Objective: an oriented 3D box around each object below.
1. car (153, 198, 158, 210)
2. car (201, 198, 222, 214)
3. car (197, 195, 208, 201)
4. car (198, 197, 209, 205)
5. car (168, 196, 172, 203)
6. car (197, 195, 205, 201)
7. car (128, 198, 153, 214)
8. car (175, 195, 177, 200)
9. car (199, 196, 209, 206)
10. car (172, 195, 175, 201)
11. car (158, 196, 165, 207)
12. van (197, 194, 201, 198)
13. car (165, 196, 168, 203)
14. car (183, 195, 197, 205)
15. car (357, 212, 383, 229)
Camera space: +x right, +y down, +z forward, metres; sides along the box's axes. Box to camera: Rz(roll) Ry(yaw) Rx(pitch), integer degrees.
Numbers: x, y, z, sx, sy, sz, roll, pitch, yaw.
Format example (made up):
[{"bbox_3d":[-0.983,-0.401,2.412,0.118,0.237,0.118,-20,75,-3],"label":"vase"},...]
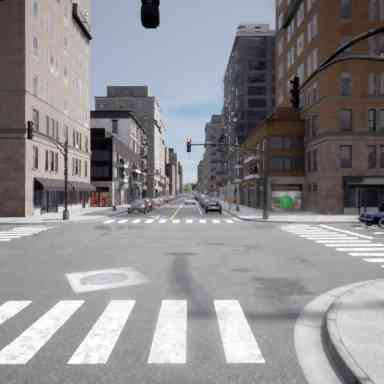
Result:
[{"bbox_3d":[-5.777,1.490,41.686,1.967,1.590,4.097,0,0,0],"label":"car"},{"bbox_3d":[2.254,1.606,36.183,1.947,1.339,4.313,0,0,0],"label":"car"},{"bbox_3d":[2.235,1.637,52.717,1.947,1.339,4.313,0,0,0],"label":"car"},{"bbox_3d":[2.224,1.647,63.738,2.008,1.369,4.403,0,0,0],"label":"car"},{"bbox_3d":[-5.807,1.552,69.240,1.967,1.590,4.097,0,0,0],"label":"car"},{"bbox_3d":[2.200,1.600,85.781,1.967,1.590,4.097,0,0,0],"label":"car"},{"bbox_3d":[-5.771,1.480,36.176,1.967,1.590,4.097,0,0,0],"label":"car"},{"bbox_3d":[-5.831,1.721,91.283,1.887,1.381,4.507,0,0,0],"label":"car"},{"bbox_3d":[2.242,1.641,47.206,1.802,1.307,4.206,0,0,0],"label":"car"},{"bbox_3d":[-5.819,1.694,80.261,2.008,1.369,4.403,0,0,0],"label":"car"},{"bbox_3d":[-5.789,1.653,52.707,1.802,1.307,4.206,0,0,0],"label":"car"},{"bbox_3d":[2.230,1.424,58.227,1.690,1.788,3.998,0,0,0],"label":"van"},{"bbox_3d":[-5.795,1.634,58.218,2.008,1.369,4.403,0,0,0],"label":"car"},{"bbox_3d":[-0.310,1.692,61.500,1.895,1.301,4.718,0,0,0],"label":"car"},{"bbox_3d":[12.991,1.553,20.726,4.718,1.301,1.895,0,0,0],"label":"car"}]
